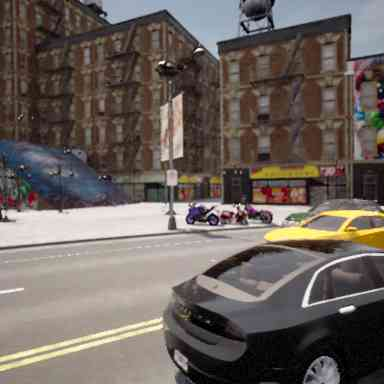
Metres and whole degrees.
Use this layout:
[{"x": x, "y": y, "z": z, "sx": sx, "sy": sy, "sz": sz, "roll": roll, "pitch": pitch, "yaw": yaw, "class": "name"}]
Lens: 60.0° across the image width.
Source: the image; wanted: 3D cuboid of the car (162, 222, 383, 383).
[{"x": 1.982, "y": 1.427, "z": 4.634, "sx": 4.892, "sy": 1.490, "sz": 1.837, "roll": -1, "pitch": 0, "yaw": -30, "class": "car"}]

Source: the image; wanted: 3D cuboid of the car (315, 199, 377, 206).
[{"x": 6.067, "y": 1.111, "z": 14.113, "sx": 4.553, "sy": 1.767, "sz": 2.097, "roll": -1, "pitch": 1, "yaw": -17, "class": "car"}]

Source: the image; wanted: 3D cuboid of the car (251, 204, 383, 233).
[{"x": 4.506, "y": 1.305, "z": 9.892, "sx": 5.008, "sy": 1.535, "sz": 1.882, "roll": -1, "pitch": 0, "yaw": -21, "class": "car"}]
